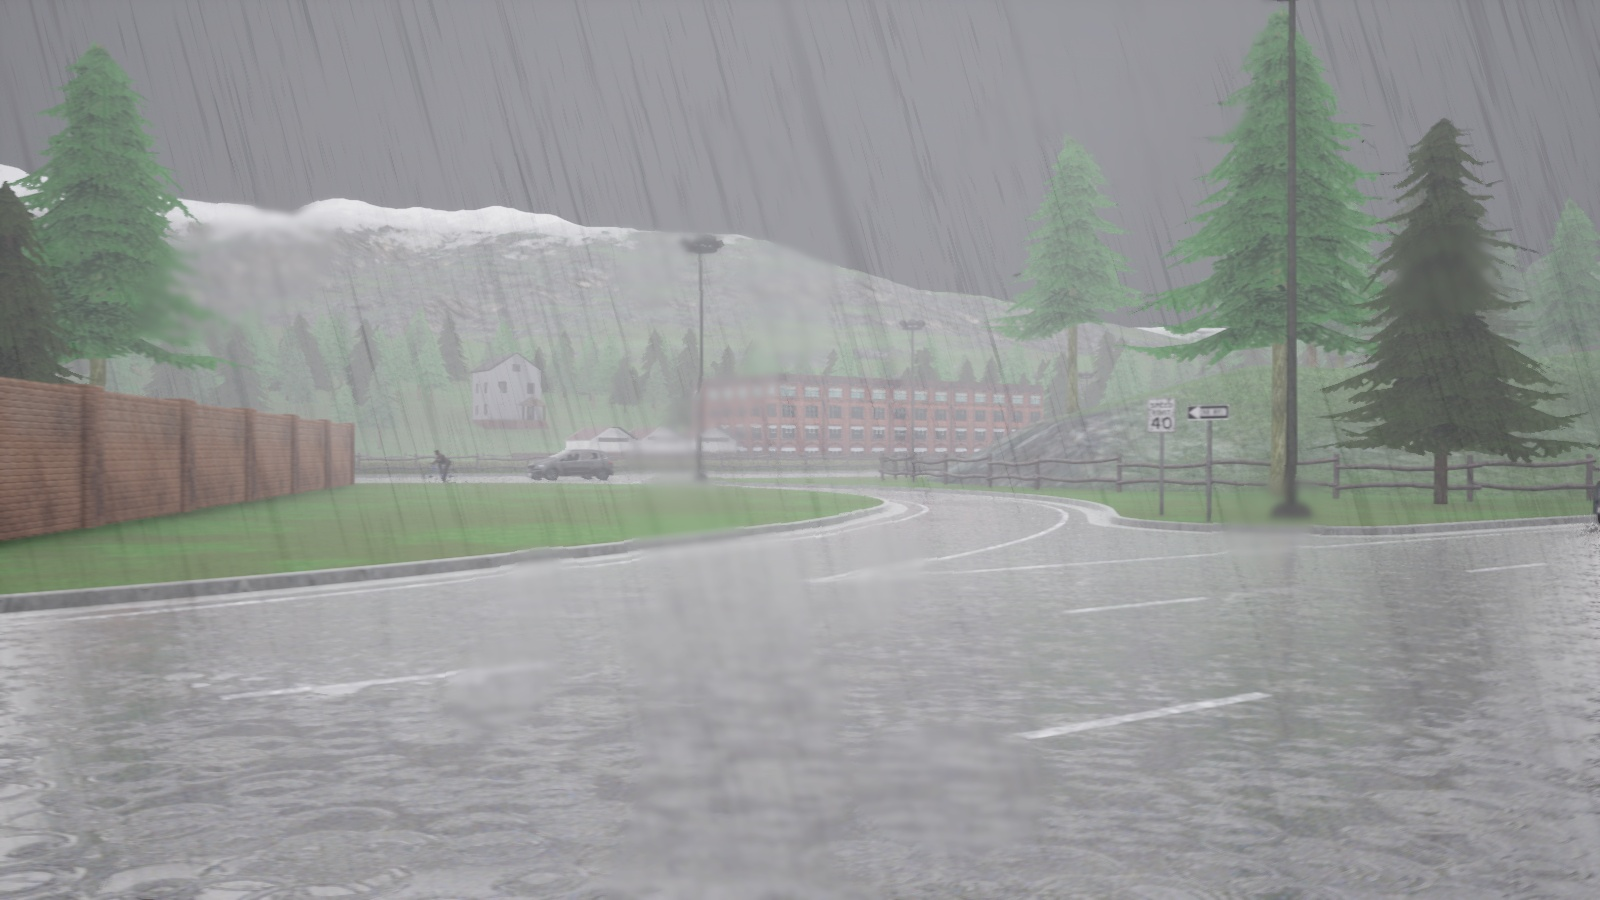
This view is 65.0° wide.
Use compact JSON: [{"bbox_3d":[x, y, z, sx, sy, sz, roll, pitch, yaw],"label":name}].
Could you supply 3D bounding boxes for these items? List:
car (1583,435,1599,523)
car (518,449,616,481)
[{"bbox_3d":[17.558,0.546,24.410,5.027,1.651,2.152,0,0,-35],"label":"car"},{"bbox_3d":[-12.437,0.780,67.044,4.611,1.667,2.242,0,0,-35],"label":"car"}]
